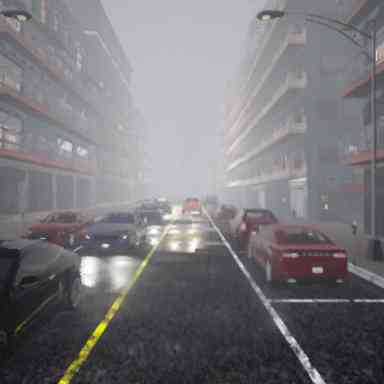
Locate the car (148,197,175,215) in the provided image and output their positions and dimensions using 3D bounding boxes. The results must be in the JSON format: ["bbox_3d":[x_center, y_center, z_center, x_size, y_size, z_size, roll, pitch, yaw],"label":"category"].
[{"bbox_3d":[-3.053,1.548,34.237,1.994,1.385,4.181,0,0,0],"label":"car"}]

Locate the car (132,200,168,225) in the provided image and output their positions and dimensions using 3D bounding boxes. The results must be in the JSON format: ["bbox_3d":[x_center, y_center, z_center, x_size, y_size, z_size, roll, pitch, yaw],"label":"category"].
[{"bbox_3d":[-3.090,1.552,24.161,1.994,1.385,4.181,0,0,0],"label":"car"}]

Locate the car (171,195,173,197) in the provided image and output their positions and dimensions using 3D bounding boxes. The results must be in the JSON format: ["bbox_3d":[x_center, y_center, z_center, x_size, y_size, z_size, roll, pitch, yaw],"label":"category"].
[{"bbox_3d":[-5.677,1.525,70.143,2.008,1.369,4.403,1,0,0],"label":"car"}]

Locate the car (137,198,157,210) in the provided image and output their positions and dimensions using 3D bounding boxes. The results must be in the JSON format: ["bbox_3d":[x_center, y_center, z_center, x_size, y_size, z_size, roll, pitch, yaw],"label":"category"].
[{"bbox_3d":[-5.680,1.532,42.527,2.008,1.369,4.403,1,0,0],"label":"car"}]

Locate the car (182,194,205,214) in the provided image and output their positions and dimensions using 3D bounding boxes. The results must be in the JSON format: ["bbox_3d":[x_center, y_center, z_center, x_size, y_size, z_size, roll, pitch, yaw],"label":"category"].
[{"bbox_3d":[0.004,1.335,35.602,2.097,1.767,4.553,0,0,0],"label":"car"}]

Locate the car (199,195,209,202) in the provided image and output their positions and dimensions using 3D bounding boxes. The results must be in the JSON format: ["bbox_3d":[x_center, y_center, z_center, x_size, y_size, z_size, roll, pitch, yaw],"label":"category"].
[{"bbox_3d":[2.705,1.413,75.653,1.967,1.590,4.097,1,0,0],"label":"car"}]

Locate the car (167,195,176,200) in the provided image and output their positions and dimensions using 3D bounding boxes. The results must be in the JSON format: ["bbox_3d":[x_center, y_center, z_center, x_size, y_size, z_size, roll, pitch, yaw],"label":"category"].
[{"bbox_3d":[-5.676,1.524,92.237,2.008,1.369,4.403,1,0,0],"label":"car"}]

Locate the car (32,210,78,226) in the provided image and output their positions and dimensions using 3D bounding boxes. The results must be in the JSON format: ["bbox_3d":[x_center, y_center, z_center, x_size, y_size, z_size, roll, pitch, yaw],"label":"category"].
[{"bbox_3d":[-5.682,1.537,14.909,1.887,1.381,4.507,1,0,0],"label":"car"}]

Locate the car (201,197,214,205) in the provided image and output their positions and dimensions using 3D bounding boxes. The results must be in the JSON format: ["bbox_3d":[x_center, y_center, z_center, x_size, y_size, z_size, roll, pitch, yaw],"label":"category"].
[{"bbox_3d":[2.703,1.542,59.082,1.947,1.339,4.313,1,0,0],"label":"car"}]

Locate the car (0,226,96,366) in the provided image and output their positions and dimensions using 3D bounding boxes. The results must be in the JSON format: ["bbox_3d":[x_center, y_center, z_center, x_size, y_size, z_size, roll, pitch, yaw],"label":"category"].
[{"bbox_3d":[-3.091,1.523,5.034,1.812,1.442,4.674,0,0,0],"label":"car"}]

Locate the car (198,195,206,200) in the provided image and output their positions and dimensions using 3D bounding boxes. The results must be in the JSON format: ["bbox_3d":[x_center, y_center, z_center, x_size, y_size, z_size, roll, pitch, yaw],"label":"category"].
[{"bbox_3d":[2.705,1.517,92.224,1.887,1.381,4.507,0,0,0],"label":"car"}]

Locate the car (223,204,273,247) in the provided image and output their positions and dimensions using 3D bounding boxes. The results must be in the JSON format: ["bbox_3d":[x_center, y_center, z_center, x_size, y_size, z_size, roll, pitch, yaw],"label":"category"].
[{"bbox_3d":[2.700,1.432,14.895,1.967,1.590,4.097,1,0,0],"label":"car"}]

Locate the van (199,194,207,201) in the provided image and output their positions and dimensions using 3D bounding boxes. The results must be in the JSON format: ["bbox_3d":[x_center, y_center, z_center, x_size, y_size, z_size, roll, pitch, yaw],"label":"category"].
[{"bbox_3d":[2.706,1.314,81.176,1.690,1.788,3.998,1,0,0],"label":"van"}]

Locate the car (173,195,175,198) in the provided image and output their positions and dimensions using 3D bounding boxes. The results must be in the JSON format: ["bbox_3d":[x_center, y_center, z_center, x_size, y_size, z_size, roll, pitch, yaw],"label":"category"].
[{"bbox_3d":[-5.676,1.523,86.714,2.008,1.369,4.403,1,0,0],"label":"car"}]

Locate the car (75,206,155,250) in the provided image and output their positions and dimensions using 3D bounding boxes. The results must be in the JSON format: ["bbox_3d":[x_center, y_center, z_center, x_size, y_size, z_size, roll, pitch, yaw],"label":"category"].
[{"bbox_3d":[-3.092,1.540,14.617,2.033,1.411,5.357,0,0,0],"label":"car"}]

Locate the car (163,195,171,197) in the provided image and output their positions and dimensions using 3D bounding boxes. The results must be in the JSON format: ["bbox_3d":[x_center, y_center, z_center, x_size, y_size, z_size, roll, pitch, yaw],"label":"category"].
[{"bbox_3d":[-5.678,1.500,64.449,1.752,1.417,4.829,1,0,0],"label":"car"}]

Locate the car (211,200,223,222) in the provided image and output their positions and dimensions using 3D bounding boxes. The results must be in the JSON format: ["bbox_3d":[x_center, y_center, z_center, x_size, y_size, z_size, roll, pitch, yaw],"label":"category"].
[{"bbox_3d":[2.700,1.569,25.942,1.802,1.307,4.206,1,0,0],"label":"car"}]

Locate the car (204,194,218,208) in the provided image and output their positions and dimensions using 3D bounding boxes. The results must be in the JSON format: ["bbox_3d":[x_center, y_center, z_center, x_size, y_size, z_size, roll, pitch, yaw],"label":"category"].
[{"bbox_3d":[2.704,1.294,48.036,2.192,1.841,5.009,1,0,0],"label":"car"}]

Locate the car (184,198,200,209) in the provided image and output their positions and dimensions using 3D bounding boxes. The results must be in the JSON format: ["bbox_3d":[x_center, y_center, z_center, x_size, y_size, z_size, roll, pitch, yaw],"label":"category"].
[{"bbox_3d":[0.013,1.527,46.478,2.033,1.411,5.357,0,0,0],"label":"car"}]

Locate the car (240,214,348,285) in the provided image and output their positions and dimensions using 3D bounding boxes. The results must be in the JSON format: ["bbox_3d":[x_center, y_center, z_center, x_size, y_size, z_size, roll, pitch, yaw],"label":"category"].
[{"bbox_3d":[2.699,1.540,9.371,1.887,1.381,4.507,1,0,0],"label":"car"}]

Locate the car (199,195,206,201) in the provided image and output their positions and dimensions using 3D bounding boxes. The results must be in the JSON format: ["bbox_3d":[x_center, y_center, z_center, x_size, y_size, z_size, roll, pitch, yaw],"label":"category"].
[{"bbox_3d":[2.705,1.517,86.700,1.887,1.381,4.507,0,0,0],"label":"car"}]
